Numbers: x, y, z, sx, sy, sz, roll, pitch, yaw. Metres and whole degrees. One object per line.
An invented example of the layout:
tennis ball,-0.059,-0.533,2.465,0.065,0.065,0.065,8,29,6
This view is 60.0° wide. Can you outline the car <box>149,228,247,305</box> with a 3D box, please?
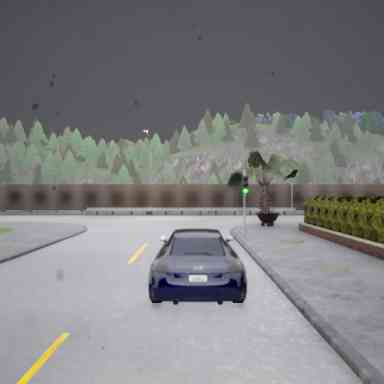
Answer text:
car,0.115,1.577,8.181,1.994,1.385,4.181,0,0,0
